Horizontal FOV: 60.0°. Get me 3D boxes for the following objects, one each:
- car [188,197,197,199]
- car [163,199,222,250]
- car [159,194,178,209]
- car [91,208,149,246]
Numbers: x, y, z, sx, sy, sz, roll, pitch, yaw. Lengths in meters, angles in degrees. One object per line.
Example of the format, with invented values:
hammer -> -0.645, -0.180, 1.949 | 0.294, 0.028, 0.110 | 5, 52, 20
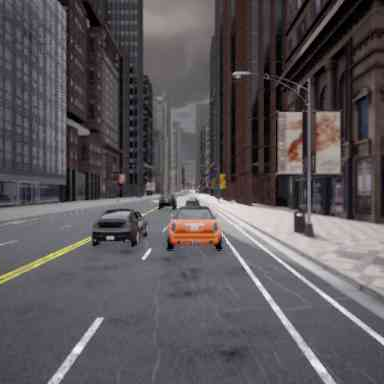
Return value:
car -> 0.088, 1.513, 44.847 | 1.837, 1.490, 4.892 | 0, 0, 0
car -> 0.096, 1.348, 14.348 | 2.097, 1.767, 4.553 | 0, 0, 0
car -> -3.161, 1.229, 44.292 | 2.150, 2.045, 5.566 | 0, 0, 0
car -> -3.153, 1.504, 15.243 | 1.837, 1.490, 4.892 | 0, 0, 0
